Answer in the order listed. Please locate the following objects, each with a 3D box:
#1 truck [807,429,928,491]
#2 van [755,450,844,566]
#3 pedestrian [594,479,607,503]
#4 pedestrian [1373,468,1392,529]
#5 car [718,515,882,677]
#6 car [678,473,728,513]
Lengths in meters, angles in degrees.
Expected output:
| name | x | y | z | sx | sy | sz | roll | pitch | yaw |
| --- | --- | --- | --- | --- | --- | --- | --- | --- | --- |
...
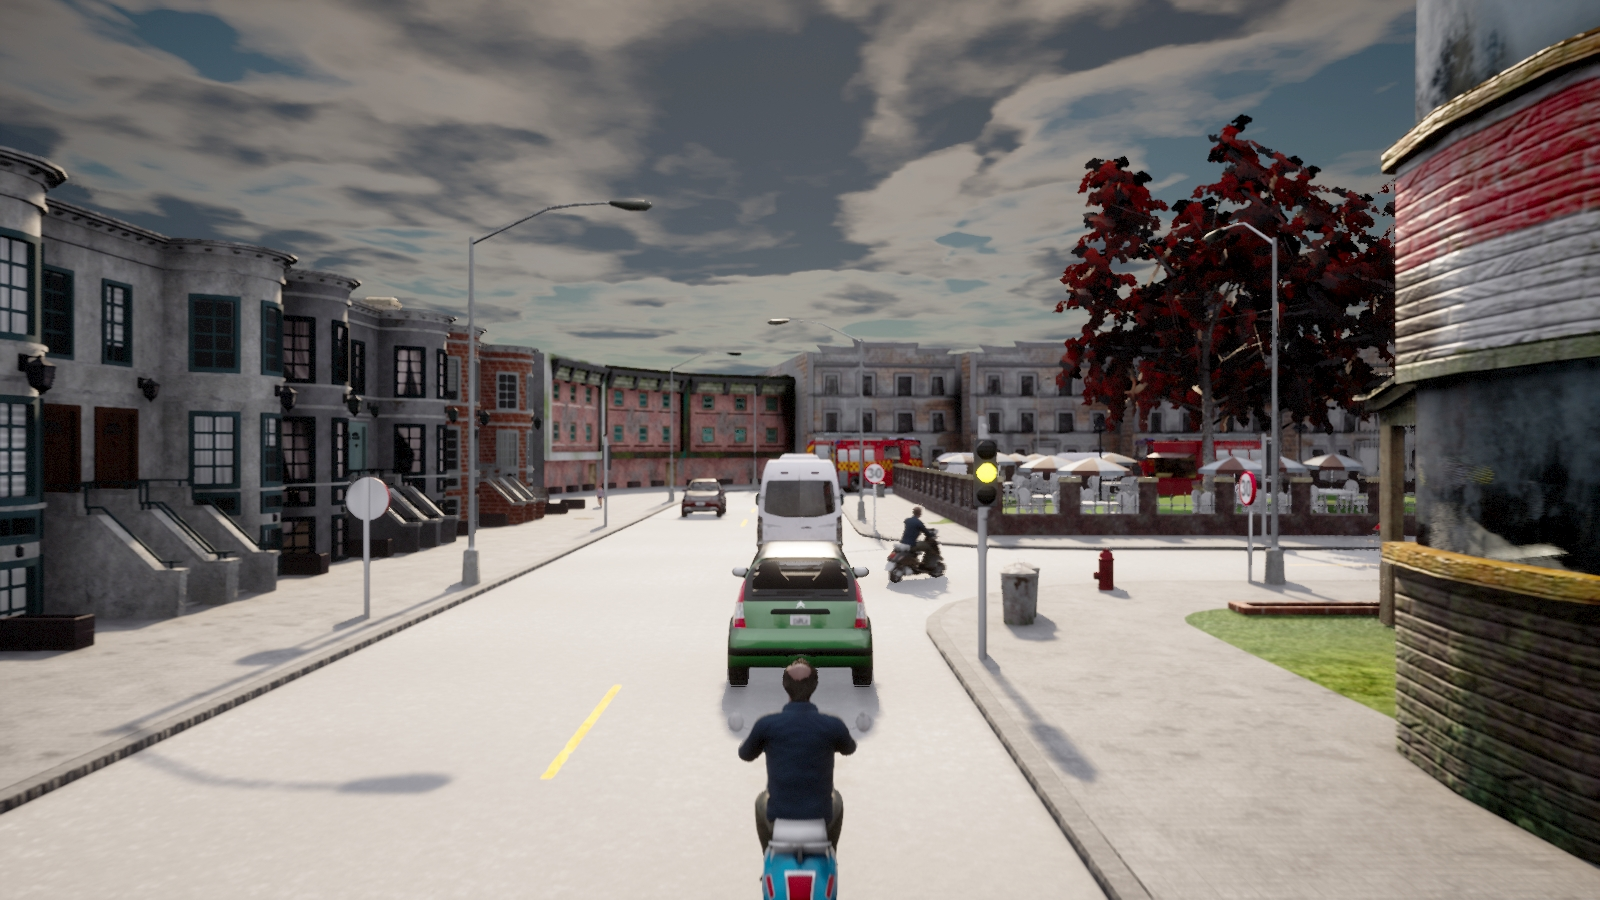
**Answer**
| name | x | y | z | sx | sy | sz | roll | pitch | yaw |
| --- | --- | --- | --- | --- | --- | --- | --- | --- | --- |
| truck | 4.511 | 0.598 | 74.570 | 8.468 | 3.827 | 2.891 | 0 | 0 | -43 |
| van | -0.011 | 1.286 | 28.254 | 1.988 | 2.561 | 5.915 | 0 | 0 | 0 |
| pedestrian | -9.023 | 1.854 | 51.755 | 0.500 | 1.100 | 0.500 | 0 | 0 | 0 |
| pedestrian | 17.780 | 1.481 | 34.875 | 0.375 | 1.860 | 0.375 | 0 | 0 | 0 |
| car | -0.002 | 1.762 | 14.932 | 1.851 | 1.617 | 3.988 | 0 | 0 | 0 |
| car | -4.018 | 1.758 | 48.014 | 1.789 | 1.549 | 3.705 | 0 | 0 | 0 |
